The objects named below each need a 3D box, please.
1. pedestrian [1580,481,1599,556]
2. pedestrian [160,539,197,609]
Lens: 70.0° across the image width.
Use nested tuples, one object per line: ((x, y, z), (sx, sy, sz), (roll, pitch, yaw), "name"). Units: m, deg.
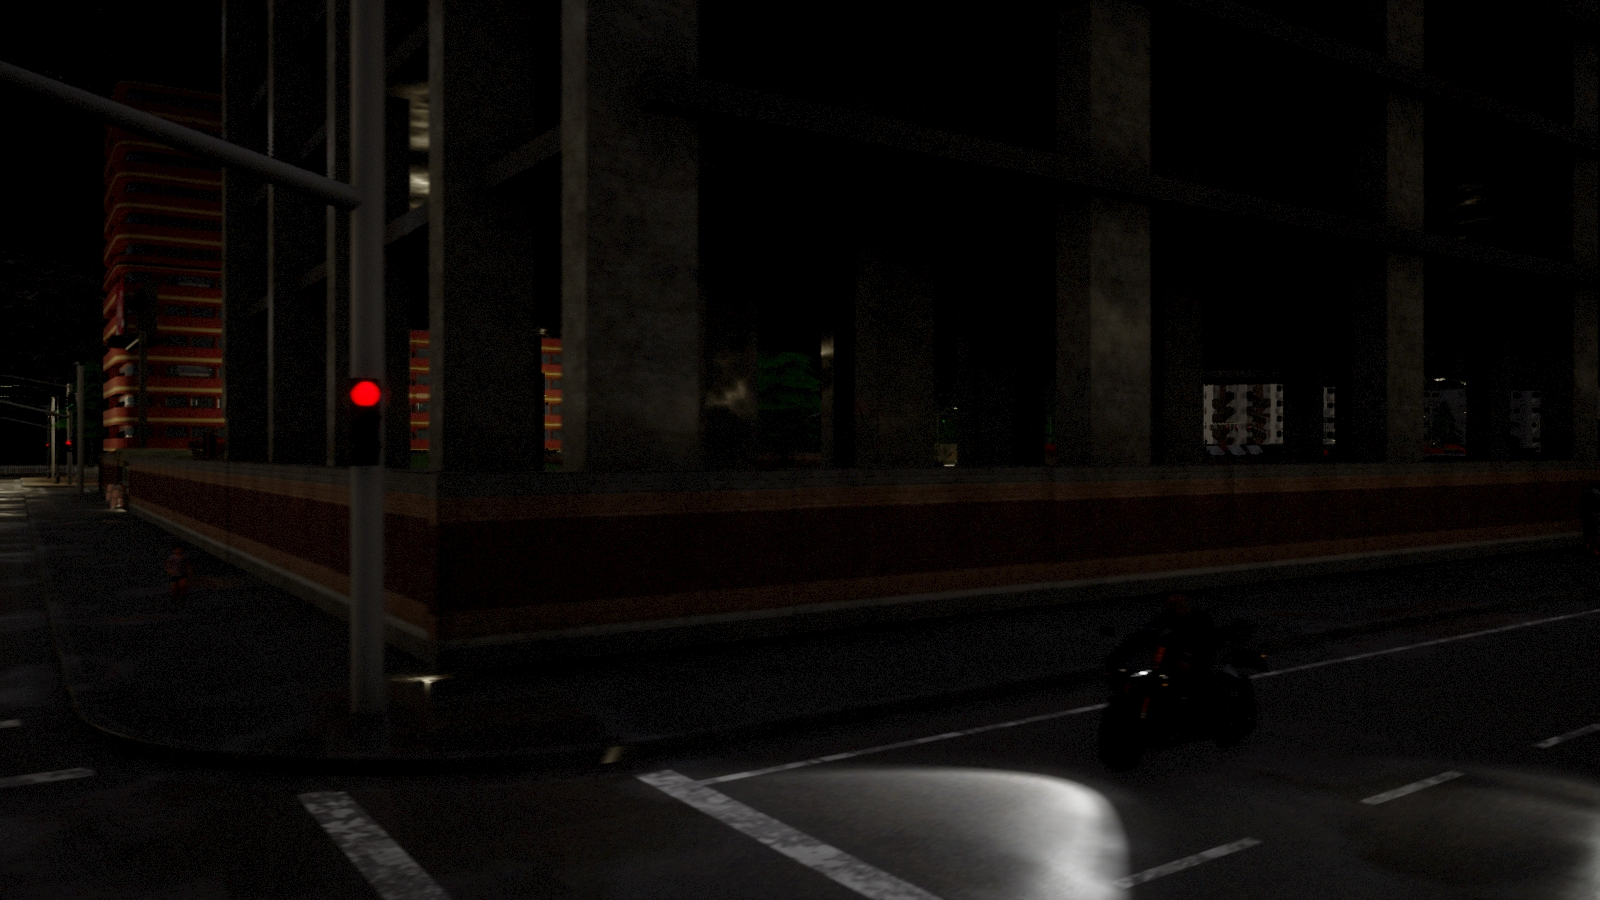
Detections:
((19.738, 1.698, 28.490), (0.375, 1.860, 0.375), (0, 0, -32), "pedestrian")
((-10.434, 2.078, 19.189), (0.500, 1.100, 0.500), (0, 0, -34), "pedestrian")
